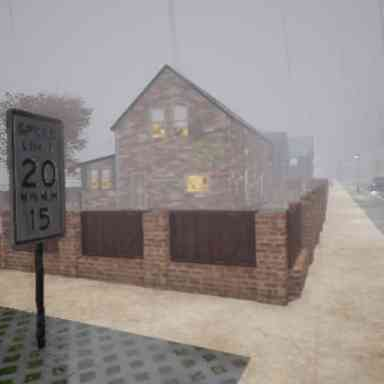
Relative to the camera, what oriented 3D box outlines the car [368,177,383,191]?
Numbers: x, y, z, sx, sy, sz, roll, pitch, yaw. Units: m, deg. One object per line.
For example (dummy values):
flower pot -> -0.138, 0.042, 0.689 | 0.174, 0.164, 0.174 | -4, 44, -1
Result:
car -> 22.949, -1.058, 40.785 | 2.097, 1.767, 4.553 | 0, 3, 23
